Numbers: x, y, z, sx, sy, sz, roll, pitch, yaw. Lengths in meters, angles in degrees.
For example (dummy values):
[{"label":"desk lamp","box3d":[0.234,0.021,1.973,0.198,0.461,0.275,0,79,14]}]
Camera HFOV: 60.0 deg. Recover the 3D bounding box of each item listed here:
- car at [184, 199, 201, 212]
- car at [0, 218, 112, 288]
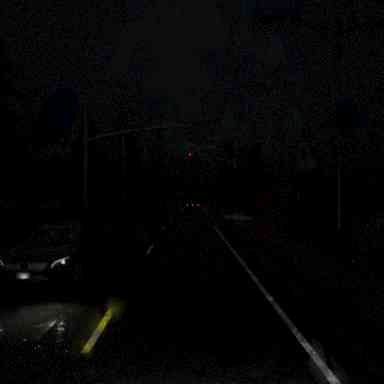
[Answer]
[{"label":"car","box3d":[0.088,1.480,38.413,2.033,1.411,5.357,0,0,0]},{"label":"car","box3d":[-3.555,1.509,9.358,1.812,1.442,4.674,0,0,0]}]
